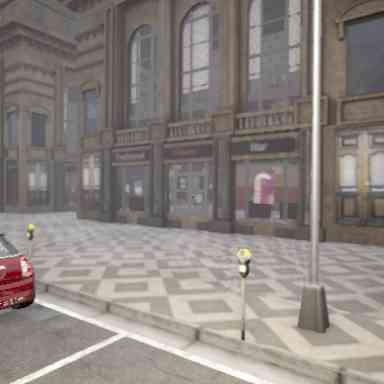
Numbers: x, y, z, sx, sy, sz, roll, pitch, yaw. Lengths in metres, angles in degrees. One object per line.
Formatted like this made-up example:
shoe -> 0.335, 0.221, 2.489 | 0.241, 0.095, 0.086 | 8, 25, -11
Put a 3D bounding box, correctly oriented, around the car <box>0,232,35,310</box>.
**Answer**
car -> -4.892, 1.382, 6.445 | 4.097, 1.590, 1.967 | 1, 0, 35
